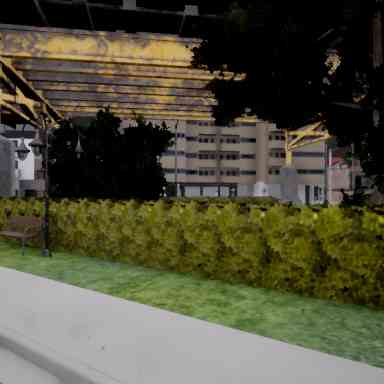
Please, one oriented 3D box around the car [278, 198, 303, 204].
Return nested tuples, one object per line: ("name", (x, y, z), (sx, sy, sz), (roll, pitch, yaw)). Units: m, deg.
("car", (9.220, 1.352, 30.303), (4.553, 1.767, 2.097), (0, 0, -9))
